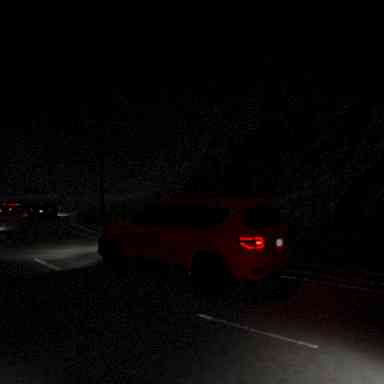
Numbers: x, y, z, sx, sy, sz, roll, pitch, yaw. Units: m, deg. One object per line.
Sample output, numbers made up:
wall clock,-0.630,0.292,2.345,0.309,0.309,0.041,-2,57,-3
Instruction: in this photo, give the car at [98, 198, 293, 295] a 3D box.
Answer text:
car,-0.167,1.180,8.884,5.566,2.045,2.150,0,1,39

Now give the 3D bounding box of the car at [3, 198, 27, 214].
car,-17.087,1.376,32.971,2.128,1.511,4.902,0,0,-11

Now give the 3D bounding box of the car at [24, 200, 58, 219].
car,-12.376,1.462,27.803,1.994,1.385,4.181,0,0,-18
